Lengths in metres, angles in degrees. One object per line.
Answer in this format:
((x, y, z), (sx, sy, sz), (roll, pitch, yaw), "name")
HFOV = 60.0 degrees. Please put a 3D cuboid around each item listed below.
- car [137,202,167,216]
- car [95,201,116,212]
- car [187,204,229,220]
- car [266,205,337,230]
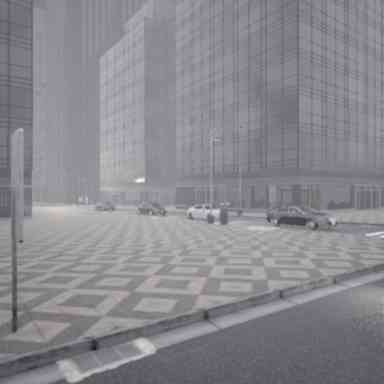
((-4.721, 1.984, 38.564), (1.837, 1.490, 4.892), (0, -1, -36), "car")
((-13.125, 2.213, 50.274), (1.837, 1.490, 4.892), (0, -1, -36), "car")
((1.321, 1.846, 30.230), (1.812, 1.442, 4.674), (0, -1, -36), "car")
((7.159, 1.659, 22.178), (2.128, 1.511, 4.902), (0, -1, -36), "car")
